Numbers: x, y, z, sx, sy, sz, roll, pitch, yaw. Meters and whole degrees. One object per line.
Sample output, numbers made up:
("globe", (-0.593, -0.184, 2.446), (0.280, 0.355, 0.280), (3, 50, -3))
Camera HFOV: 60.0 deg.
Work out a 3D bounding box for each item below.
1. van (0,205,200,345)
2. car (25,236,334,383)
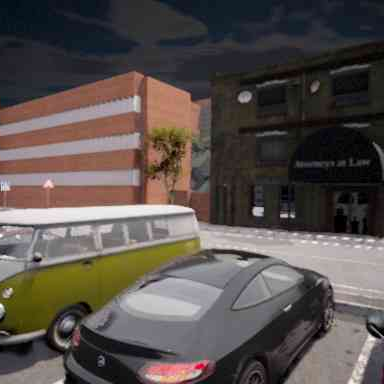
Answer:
("van", (-1.708, 1.258, 6.070), (1.878, 1.987, 4.442), (0, 0, 36))
("car", (0.560, 1.523, 4.591), (2.002, 1.452, 4.674), (0, 0, 36))
